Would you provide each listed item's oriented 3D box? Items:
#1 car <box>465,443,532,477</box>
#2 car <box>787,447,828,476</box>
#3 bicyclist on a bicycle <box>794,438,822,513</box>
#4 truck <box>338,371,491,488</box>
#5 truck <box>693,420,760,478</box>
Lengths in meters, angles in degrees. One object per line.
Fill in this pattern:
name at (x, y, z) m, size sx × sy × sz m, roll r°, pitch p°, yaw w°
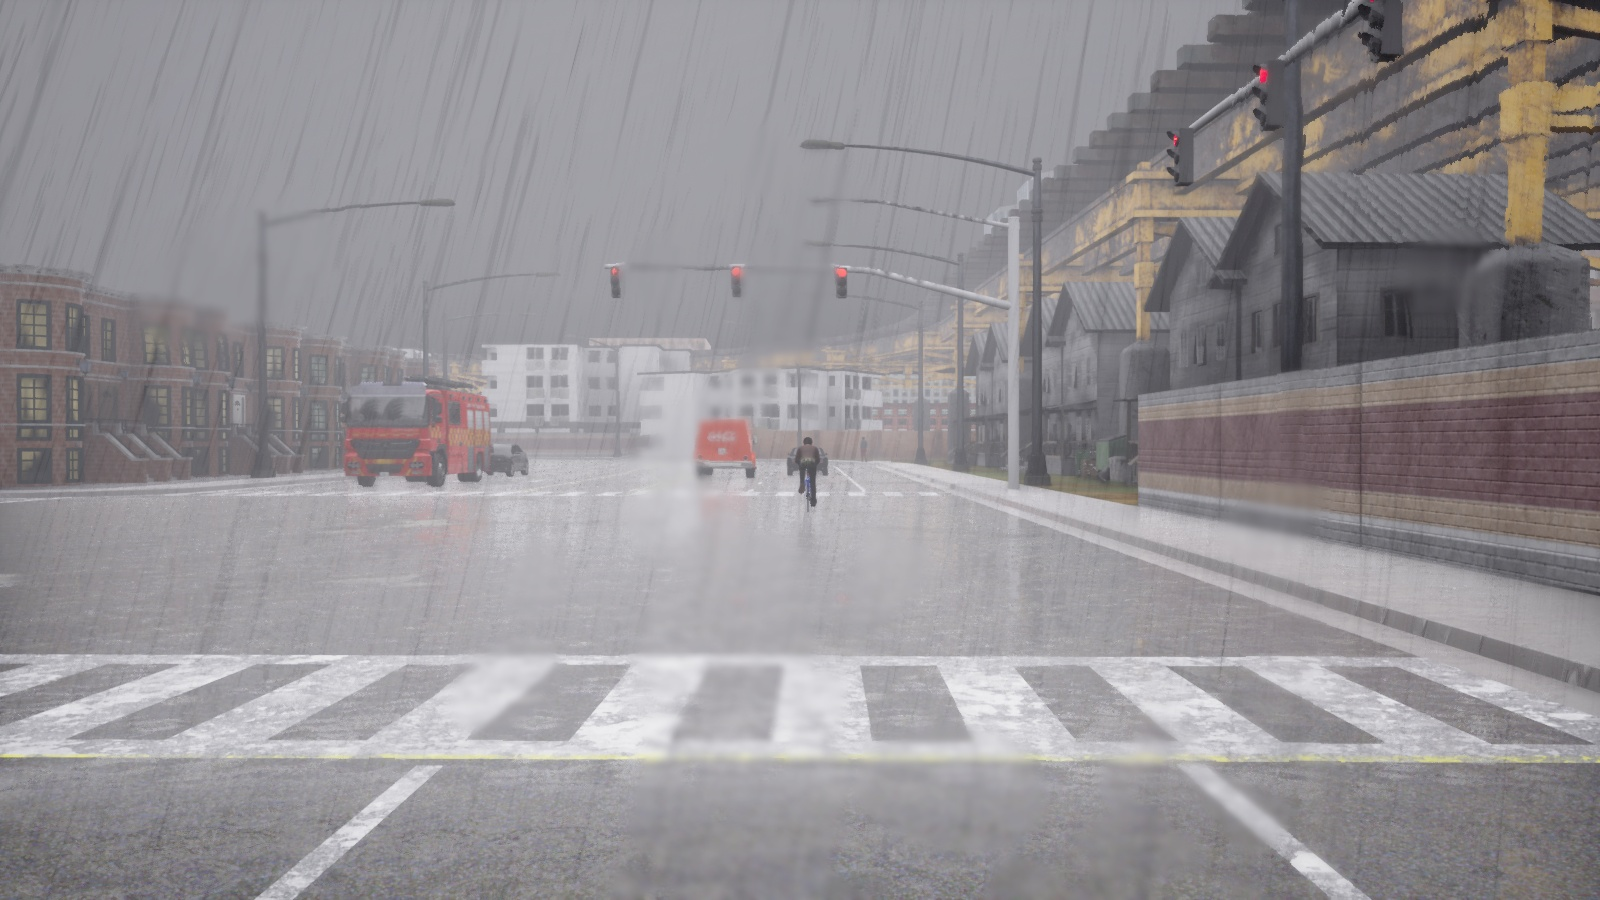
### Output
car at (-13.658, 0.417, 57.124) m, size 1.837 × 1.490 × 4.892 m, roll 0°, pitch 1°, yaw 0°
car at (0.353, 0.514, 59.105) m, size 1.895 × 1.301 × 4.718 m, roll 0°, pitch 0°, yaw 0°
bicyclist on a bicycle at (0.174, 0.543, 27.698) m, size 0.582 × 1.620 × 1.656 m, roll 0°, pitch 0°, yaw 0°
truck at (-13.723, -0.685, 45.551) m, size 2.891 × 3.827 × 8.468 m, roll 0°, pitch 0°, yaw 0°
truck at (-3.168, -0.055, 55.257) m, size 2.627 × 2.467 × 5.204 m, roll 0°, pitch 0°, yaw 0°
